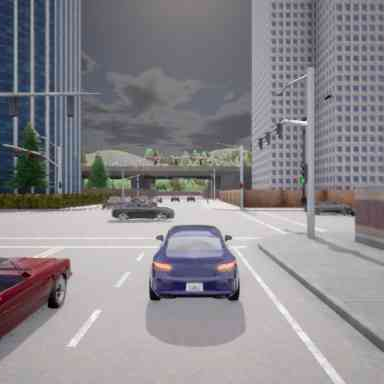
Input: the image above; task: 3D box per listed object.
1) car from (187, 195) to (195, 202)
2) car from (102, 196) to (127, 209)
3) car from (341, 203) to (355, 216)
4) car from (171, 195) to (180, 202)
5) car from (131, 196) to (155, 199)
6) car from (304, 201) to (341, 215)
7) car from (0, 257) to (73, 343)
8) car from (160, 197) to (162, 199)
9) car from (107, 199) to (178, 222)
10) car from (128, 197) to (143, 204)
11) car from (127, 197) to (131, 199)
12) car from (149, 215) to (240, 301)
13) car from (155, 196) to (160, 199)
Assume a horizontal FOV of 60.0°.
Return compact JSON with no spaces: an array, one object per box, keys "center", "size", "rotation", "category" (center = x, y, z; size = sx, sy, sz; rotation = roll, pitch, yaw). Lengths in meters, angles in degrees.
[{"center":[-0.222,1.474,74.486],"size":[1.837,1.490,4.892],"rotation":[0,0,0],"category":"car"},{"center":[-10.733,1.350,45.300],"size":[2.097,1.767,4.553],"rotation":[0,0,0],"category":"car"},{"center":[16.200,1.563,29.932],"size":[4.181,1.385,1.994],"rotation":[0,0,0],"category":"car"},{"center":[-3.722,1.498,74.476],"size":[1.812,1.442,4.674],"rotation":[0,0,0],"category":"car"},{"center":[-7.243,1.350,49.791],"size":[2.097,1.767,4.553],"rotation":[0,0,0],"category":"car"},{"center":[13.531,1.562,33.437],"size":[4.181,1.385,1.994],"rotation":[0,0,0],"category":"car"},{"center":[-3.454,1.601,4.939],"size":[1.895,1.301,4.718],"rotation":[0,0,0],"category":"car"},{"center":[-7.204,1.561,68.821],"size":[1.994,1.385,4.181],"rotation":[0,0,0],"category":"car"},{"center":[-3.809,1.503,26.049],"size":[4.892,1.490,1.837],"rotation":[0,0,-1],"category":"car"},{"center":[-10.738,1.598,63.483],"size":[1.895,1.301,4.718],"rotation":[0,0,0],"category":"car"},{"center":[-10.751,1.489,54.260],"size":[2.128,1.511,4.902],"rotation":[0,0,0],"category":"car"},{"center":[0.054,1.525,8.210],"size":[1.812,1.442,4.674],"rotation":[0,0,0],"category":"car"},{"center":[-7.252,1.598,58.774],"size":[1.895,1.301,4.718],"rotation":[0,0,0],"category":"car"}]
